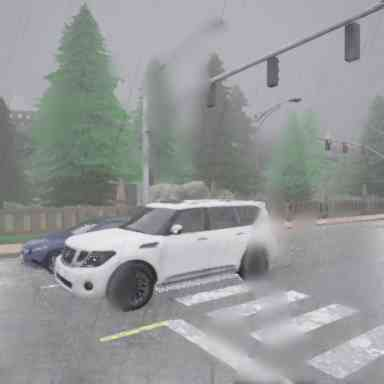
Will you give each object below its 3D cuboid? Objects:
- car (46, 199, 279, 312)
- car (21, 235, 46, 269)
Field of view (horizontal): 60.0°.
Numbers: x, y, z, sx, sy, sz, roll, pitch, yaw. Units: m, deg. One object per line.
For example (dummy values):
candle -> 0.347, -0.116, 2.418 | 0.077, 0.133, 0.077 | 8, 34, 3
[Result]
car -> -0.285, 1.221, 8.101 | 5.566, 2.045, 2.150 | 0, 0, -36
car -> -2.831, 1.526, 10.582 | 4.674, 1.442, 1.812 | 0, 0, -36
